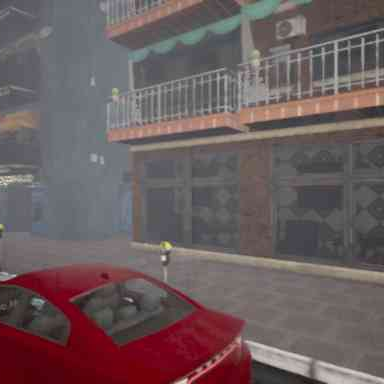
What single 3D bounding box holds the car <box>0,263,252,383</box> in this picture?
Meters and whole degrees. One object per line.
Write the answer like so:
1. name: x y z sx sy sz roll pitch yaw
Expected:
1. car: -1.532 1.552 3.968 4.507 1.381 1.887 0 0 36
